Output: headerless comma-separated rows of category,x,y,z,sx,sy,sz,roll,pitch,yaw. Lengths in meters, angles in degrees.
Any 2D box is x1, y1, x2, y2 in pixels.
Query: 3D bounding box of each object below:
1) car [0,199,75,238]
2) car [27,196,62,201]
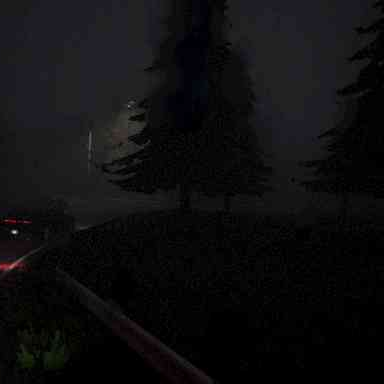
car,-7.395,1.408,16.484,1.837,1.490,4.892,4,1,2
car,-10.213,1.092,22.672,1.837,1.490,4.892,4,2,7
